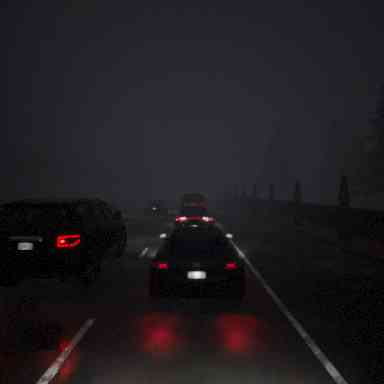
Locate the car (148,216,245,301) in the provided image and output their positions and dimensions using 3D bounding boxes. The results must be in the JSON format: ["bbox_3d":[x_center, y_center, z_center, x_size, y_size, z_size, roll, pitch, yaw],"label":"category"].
[{"bbox_3d":[0.107,1.534,8.296,1.994,1.385,4.181,0,0,0],"label":"car"}]

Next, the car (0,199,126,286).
[{"bbox_3d":[-3.398,1.188,9.479,2.150,2.045,5.566,0,0,0],"label":"car"}]

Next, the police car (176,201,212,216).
[{"bbox_3d":[0.104,1.440,17.812,2.038,1.542,4.974,0,0,0],"label":"police car"}]

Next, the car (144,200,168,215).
[{"bbox_3d":[-3.392,1.452,32.076,1.994,1.385,4.181,0,0,0],"label":"car"}]

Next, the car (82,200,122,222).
[{"bbox_3d":[-6.893,1.435,26.018,1.812,1.442,4.674,0,0,0],"label":"car"}]

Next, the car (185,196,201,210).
[{"bbox_3d":[0.109,1.309,42.311,1.801,1.575,5.366,0,0,0],"label":"car"}]

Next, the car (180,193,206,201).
[{"bbox_3d":[0.113,1.120,29.843,2.150,2.045,5.566,0,1,0],"label":"car"}]
